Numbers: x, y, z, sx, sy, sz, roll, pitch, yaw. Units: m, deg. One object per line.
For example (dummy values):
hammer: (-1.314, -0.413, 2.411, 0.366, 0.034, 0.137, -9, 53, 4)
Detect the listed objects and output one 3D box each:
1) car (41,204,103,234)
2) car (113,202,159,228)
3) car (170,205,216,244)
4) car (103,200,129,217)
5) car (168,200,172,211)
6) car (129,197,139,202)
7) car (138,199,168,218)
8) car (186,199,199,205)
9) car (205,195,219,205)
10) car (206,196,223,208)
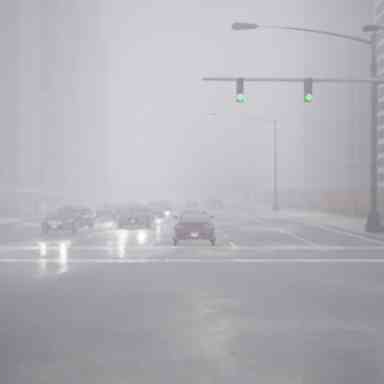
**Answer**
car: (-7.090, 1.511, 19.541, 2.128, 1.511, 4.902, 0, 0, 0)
car: (-3.587, 1.586, 22.132, 1.994, 1.385, 4.181, 0, 0, 0)
car: (0.093, 1.541, 15.684, 1.812, 1.442, 4.674, 0, 0, 0)
car: (-7.073, 1.630, 28.811, 1.895, 1.301, 4.718, 0, 0, 0)
car: (-3.485, 1.605, 40.919, 1.994, 1.385, 4.181, 0, 0, 0)
car: (-6.995, 1.640, 39.111, 1.895, 1.301, 4.718, 0, 0, 0)
car: (-3.564, 1.557, 30.909, 1.812, 1.442, 4.674, 0, 0, 0)
car: (0.019, 1.650, 49.444, 1.895, 1.301, 4.718, 0, 0, 0)
car: (3.522, 1.411, 59.348, 2.097, 1.767, 4.553, 0, 0, 0)
car: (3.519, 1.540, 49.060, 2.128, 1.511, 4.902, 0, 0, 0)
